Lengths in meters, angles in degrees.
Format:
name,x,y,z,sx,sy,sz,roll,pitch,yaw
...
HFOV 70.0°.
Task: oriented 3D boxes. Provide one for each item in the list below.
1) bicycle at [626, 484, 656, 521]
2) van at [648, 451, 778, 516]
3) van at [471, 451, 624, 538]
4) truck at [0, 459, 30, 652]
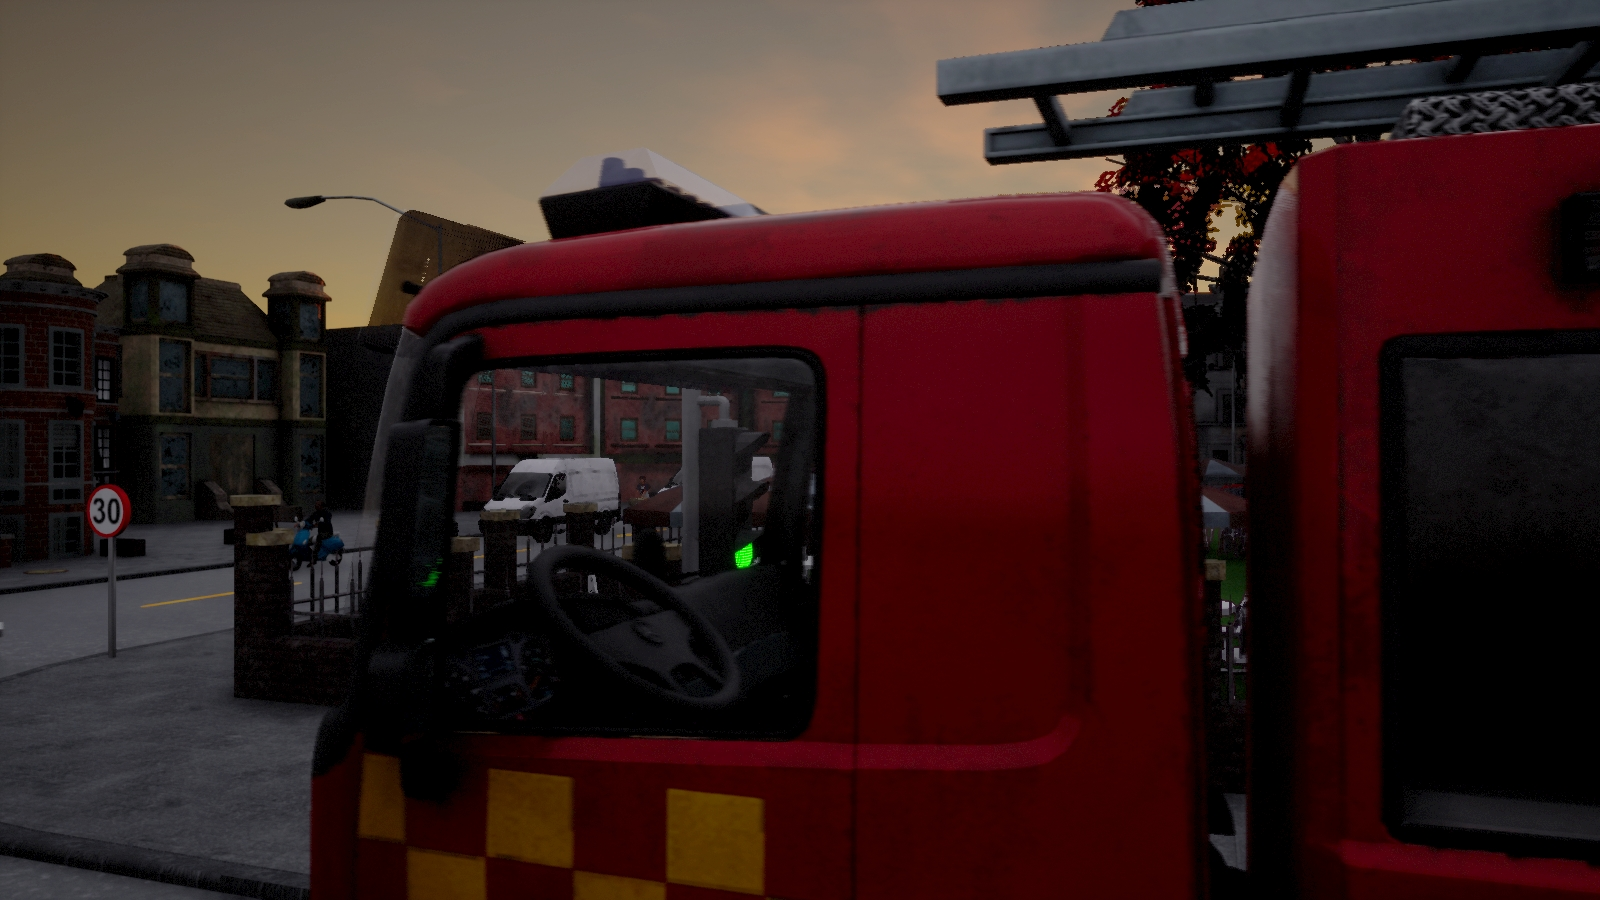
name,x,y,z,sx,sy,sz,roll,pitch,yaw
bicycle,-5.909,1.936,42.450,0.373,1.296,1.643,0,0,20
van,-3.575,1.316,48.190,1.988,2.561,5.915,0,0,39
van,-7.990,1.314,36.858,1.988,2.561,5.915,0,0,19
truck,-12.194,1.346,12.952,2.627,2.467,5.204,0,0,19
